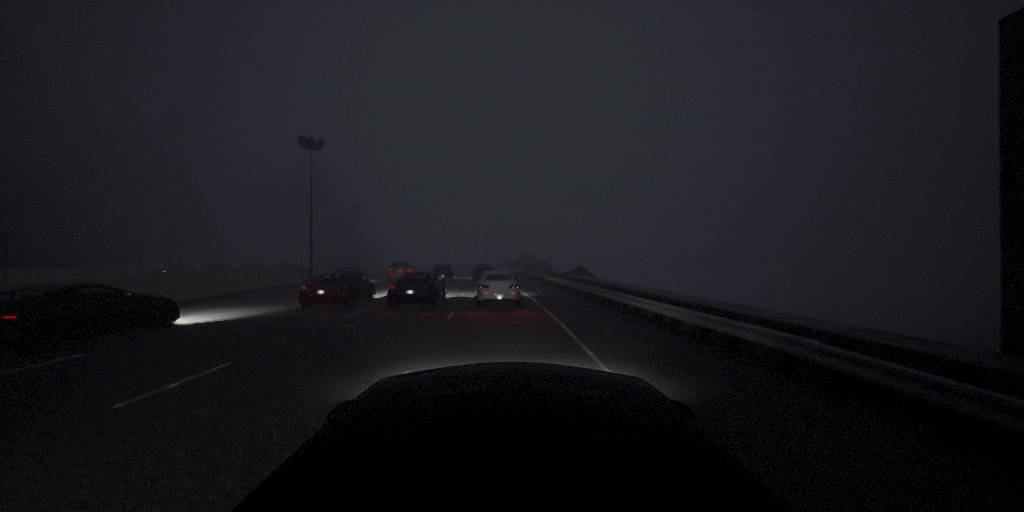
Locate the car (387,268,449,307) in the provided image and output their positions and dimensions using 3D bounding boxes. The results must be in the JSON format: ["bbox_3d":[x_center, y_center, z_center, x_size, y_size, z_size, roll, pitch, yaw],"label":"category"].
[{"bbox_3d":[-4.151,1.399,16.051,1.994,1.385,4.181,0,0,-4],"label":"car"}]

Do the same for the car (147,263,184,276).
[{"bbox_3d":[-36.087,1.491,38.011,1.837,1.490,4.892,0,0,-13],"label":"car"}]

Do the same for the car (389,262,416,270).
[{"bbox_3d":[-9.702,1.283,32.029,2.097,1.767,4.553,0,0,-9],"label":"car"}]

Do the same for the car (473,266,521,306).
[{"bbox_3d":[-0.659,1.359,16.122,1.812,1.442,4.674,0,0,-4],"label":"car"}]

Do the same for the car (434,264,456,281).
[{"bbox_3d":[-6.208,1.435,32.367,1.837,1.490,4.892,0,0,-9],"label":"car"}]

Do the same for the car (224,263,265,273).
[{"bbox_3d":[-29.390,1.542,40.209,2.033,1.411,5.357,0,0,-13],"label":"car"}]

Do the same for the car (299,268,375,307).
[{"bbox_3d":[-7.661,1.403,16.076,1.994,1.385,4.181,0,0,-4],"label":"car"}]

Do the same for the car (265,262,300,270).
[{"bbox_3d":[-26.098,1.504,41.375,1.837,1.490,4.892,0,-1,-14],"label":"car"}]

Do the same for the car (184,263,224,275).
[{"bbox_3d":[-32.787,1.483,39.241,2.128,1.511,4.902,0,0,-13],"label":"car"}]

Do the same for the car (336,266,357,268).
[{"bbox_3d":[-12.415,1.453,27.096,2.033,1.411,5.357,0,0,-8],"label":"car"}]

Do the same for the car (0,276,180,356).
[{"bbox_3d":[-10.687,1.363,8.765,1.994,1.385,4.181,0,0,-3],"label":"car"}]

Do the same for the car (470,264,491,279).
[{"bbox_3d":[-2.666,1.432,32.369,1.837,1.490,4.892,0,0,-9],"label":"car"}]
